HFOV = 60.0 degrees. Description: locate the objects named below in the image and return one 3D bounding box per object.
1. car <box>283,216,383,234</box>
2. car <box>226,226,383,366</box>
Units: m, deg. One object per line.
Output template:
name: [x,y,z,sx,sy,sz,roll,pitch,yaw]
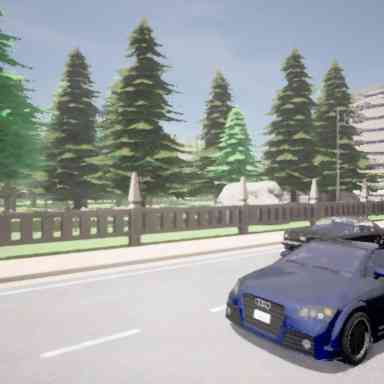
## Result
car: [5.417,1.597,12.148,4.718,1.301,1.895,0,0,-35]
car: [2.612,1.562,5.828,4.181,1.385,1.994,0,0,-35]
